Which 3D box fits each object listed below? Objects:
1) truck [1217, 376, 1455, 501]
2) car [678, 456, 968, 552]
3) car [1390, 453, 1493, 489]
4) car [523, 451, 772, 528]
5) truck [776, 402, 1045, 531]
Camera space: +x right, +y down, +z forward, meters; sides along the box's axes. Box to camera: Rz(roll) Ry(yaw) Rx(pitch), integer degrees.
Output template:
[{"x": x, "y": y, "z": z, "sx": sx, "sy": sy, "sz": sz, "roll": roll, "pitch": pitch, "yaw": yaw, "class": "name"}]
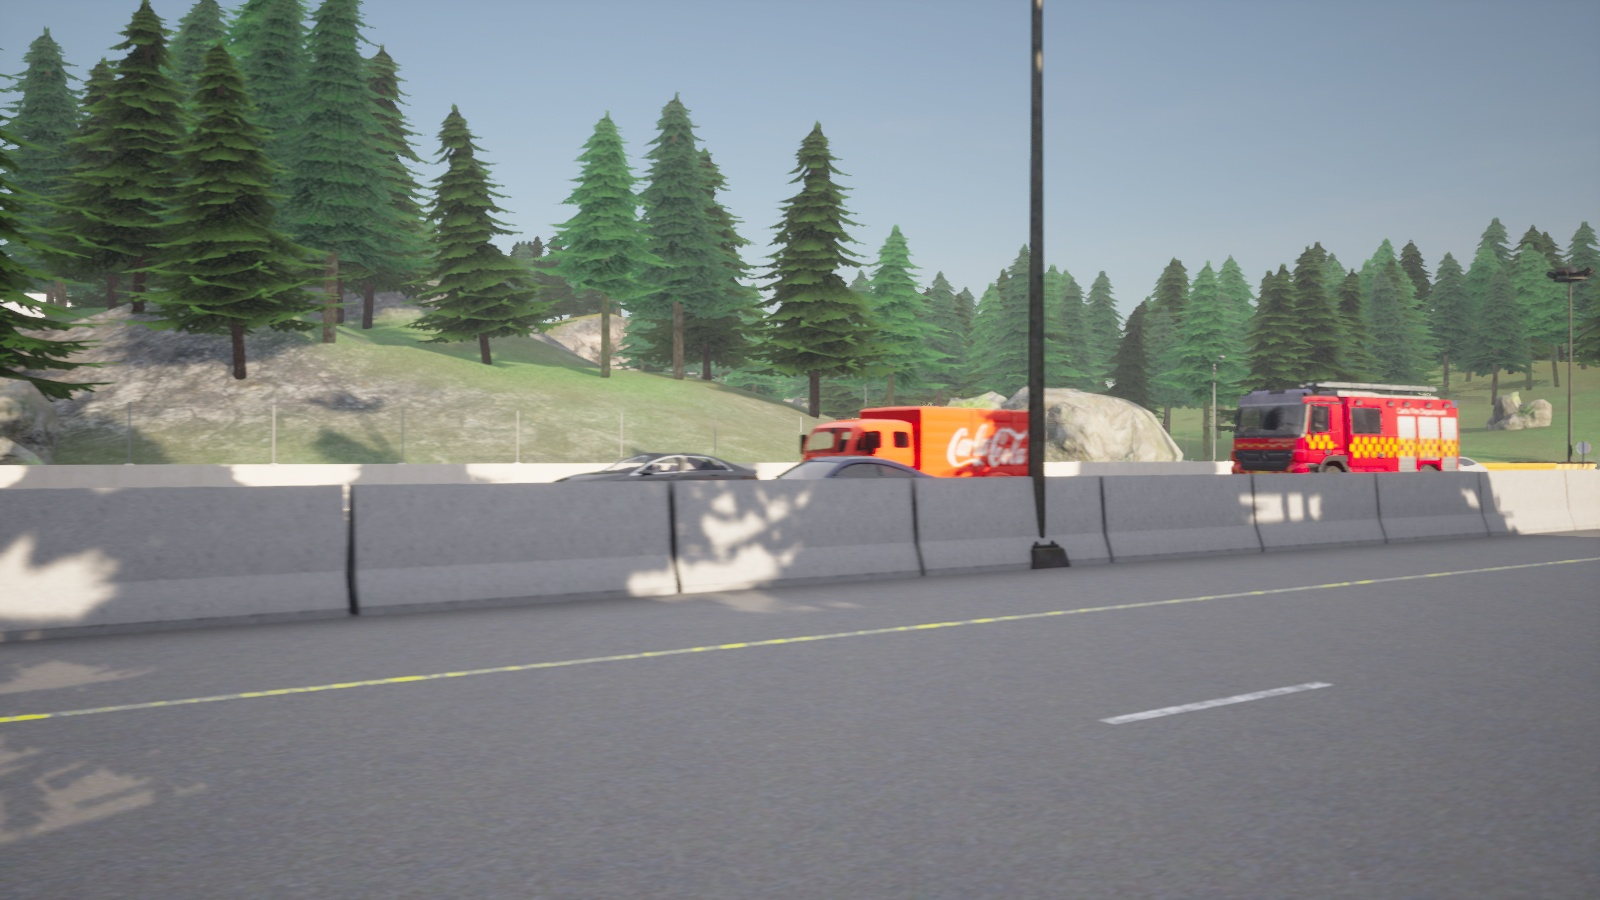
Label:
[{"x": 17.961, "y": -0.351, "z": 41.862, "sx": 8.468, "sy": 3.827, "sz": 2.891, "roll": 0, "pitch": 0, "yaw": -31, "class": "truck"}, {"x": 0.451, "y": 0.823, "z": 21.030, "sx": 4.674, "sy": 1.442, "sz": 1.812, "roll": 0, "pitch": 0, "yaw": -35, "class": "car"}, {"x": 26.578, "y": 0.848, "z": 52.008, "sx": 4.674, "sy": 1.442, "sz": 1.812, "roll": 0, "pitch": 0, "yaw": -35, "class": "car"}, {"x": -3.226, "y": 0.775, "z": 27.000, "sx": 4.902, "sy": 1.511, "sz": 2.128, "roll": 0, "pitch": 0, "yaw": -35, "class": "car"}, {"x": 2.387, "y": 0.321, "z": 26.644, "sx": 5.204, "sy": 2.467, "sz": 2.627, "roll": 0, "pitch": 0, "yaw": -35, "class": "truck"}]
